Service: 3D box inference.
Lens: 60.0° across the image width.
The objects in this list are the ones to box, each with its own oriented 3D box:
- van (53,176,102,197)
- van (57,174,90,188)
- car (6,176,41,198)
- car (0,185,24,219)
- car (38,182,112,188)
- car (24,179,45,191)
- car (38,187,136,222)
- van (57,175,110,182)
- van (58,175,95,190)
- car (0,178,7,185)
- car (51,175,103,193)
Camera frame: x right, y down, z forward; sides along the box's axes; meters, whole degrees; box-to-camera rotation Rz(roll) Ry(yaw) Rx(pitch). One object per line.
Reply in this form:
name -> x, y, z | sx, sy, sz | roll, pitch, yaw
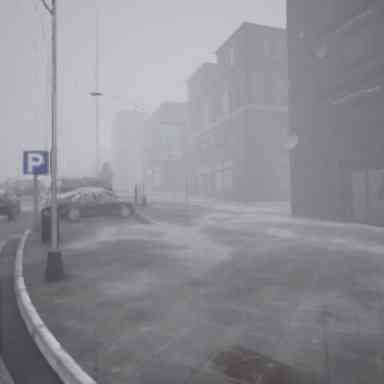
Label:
van -> -11.967, -0.616, 34.977 | 4.442, 1.987, 1.878 | -1, 4, -41
van -> -18.490, -1.684, 52.015 | 4.442, 1.987, 1.878 | -1, 4, -41
car -> -15.743, -0.403, 31.419 | 2.097, 1.767, 4.553 | 0, 3, -21
car -> -10.612, 0.580, 18.168 | 1.837, 1.490, 4.892 | 0, 3, -22
car -> -7.680, 0.318, 23.588 | 5.366, 1.575, 1.946 | -1, 4, -41
car -> -20.071, -0.886, 42.515 | 1.994, 1.385, 4.181 | 0, 3, -20
car -> -5.376, 0.677, 18.031 | 4.892, 1.521, 2.231 | -1, 4, -41
van -> -8.534, -0.085, 26.618 | 4.442, 1.987, 1.878 | -1, 4, -41
van -> -16.146, -1.330, 46.495 | 4.442, 1.987, 1.878 | -1, 4, -41
car -> -22.110, -0.679, 38.676 | 1.895, 1.301, 4.718 | 0, 3, -21
car -> -14.037, -0.999, 40.757 | 5.566, 2.045, 2.435 | -1, 4, -41
